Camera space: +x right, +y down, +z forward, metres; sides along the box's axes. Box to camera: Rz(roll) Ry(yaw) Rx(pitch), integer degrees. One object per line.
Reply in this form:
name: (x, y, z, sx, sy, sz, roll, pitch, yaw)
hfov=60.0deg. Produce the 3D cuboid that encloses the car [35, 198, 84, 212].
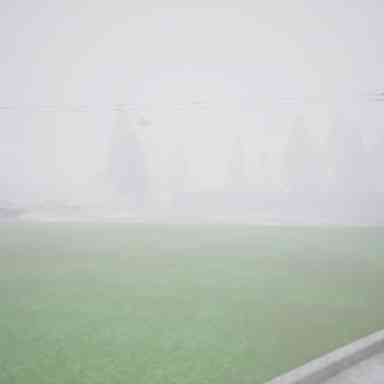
car: (-15.377, 1.472, 37.937, 5.008, 1.535, 1.882, 0, 0, 8)

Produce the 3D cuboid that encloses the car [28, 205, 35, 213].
car: (-17.749, 1.473, 31.189, 4.892, 1.490, 1.837, 0, 0, 8)

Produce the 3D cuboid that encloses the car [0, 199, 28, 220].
car: (-16.709, 1.441, 27.522, 5.008, 1.535, 1.882, 0, 0, 8)

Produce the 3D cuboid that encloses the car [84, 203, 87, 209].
car: (-15.463, 1.528, 41.481, 4.674, 1.442, 1.812, 0, 0, 7)
